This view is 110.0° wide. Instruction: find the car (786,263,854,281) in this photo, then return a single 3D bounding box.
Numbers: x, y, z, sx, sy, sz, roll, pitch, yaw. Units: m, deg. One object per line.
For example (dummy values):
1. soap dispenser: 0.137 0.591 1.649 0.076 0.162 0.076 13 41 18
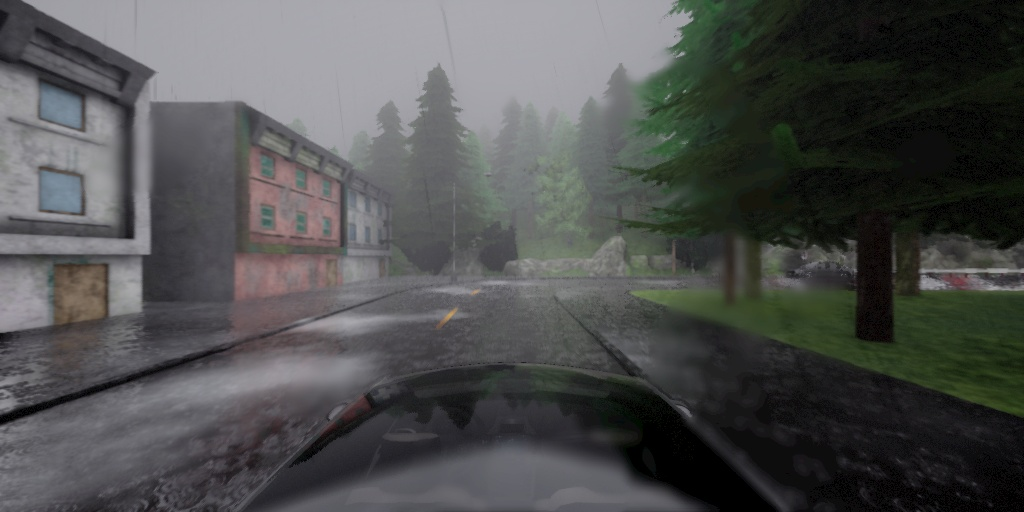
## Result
1. car: 25.828 1.293 30.178 4.892 1.490 1.837 0 0 0
